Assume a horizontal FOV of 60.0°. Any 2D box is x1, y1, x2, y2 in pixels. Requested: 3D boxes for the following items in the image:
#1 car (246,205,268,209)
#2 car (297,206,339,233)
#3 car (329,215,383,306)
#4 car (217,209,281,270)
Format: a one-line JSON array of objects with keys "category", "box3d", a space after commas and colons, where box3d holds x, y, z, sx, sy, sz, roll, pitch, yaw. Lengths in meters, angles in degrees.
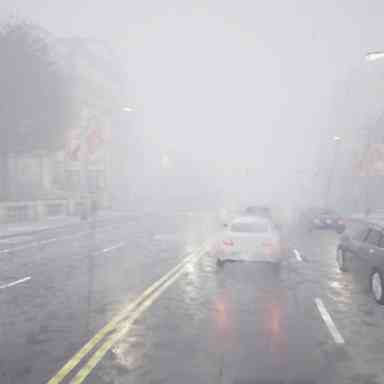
[{"category": "car", "box3d": [3.974, 1.518, 20.370, 2.033, 1.411, 5.357, 0, 0, 13]}, {"category": "car", "box3d": [7.328, 1.538, 19.205, 2.033, 1.411, 5.357, 0, 0, 10]}, {"category": "car", "box3d": [4.837, 1.506, 7.847, 1.837, 1.490, 4.892, 0, -1, 11]}, {"category": "car", "box3d": [1.918, 1.509, 10.997, 1.812, 1.442, 4.674, 0, 0, 12]}]
